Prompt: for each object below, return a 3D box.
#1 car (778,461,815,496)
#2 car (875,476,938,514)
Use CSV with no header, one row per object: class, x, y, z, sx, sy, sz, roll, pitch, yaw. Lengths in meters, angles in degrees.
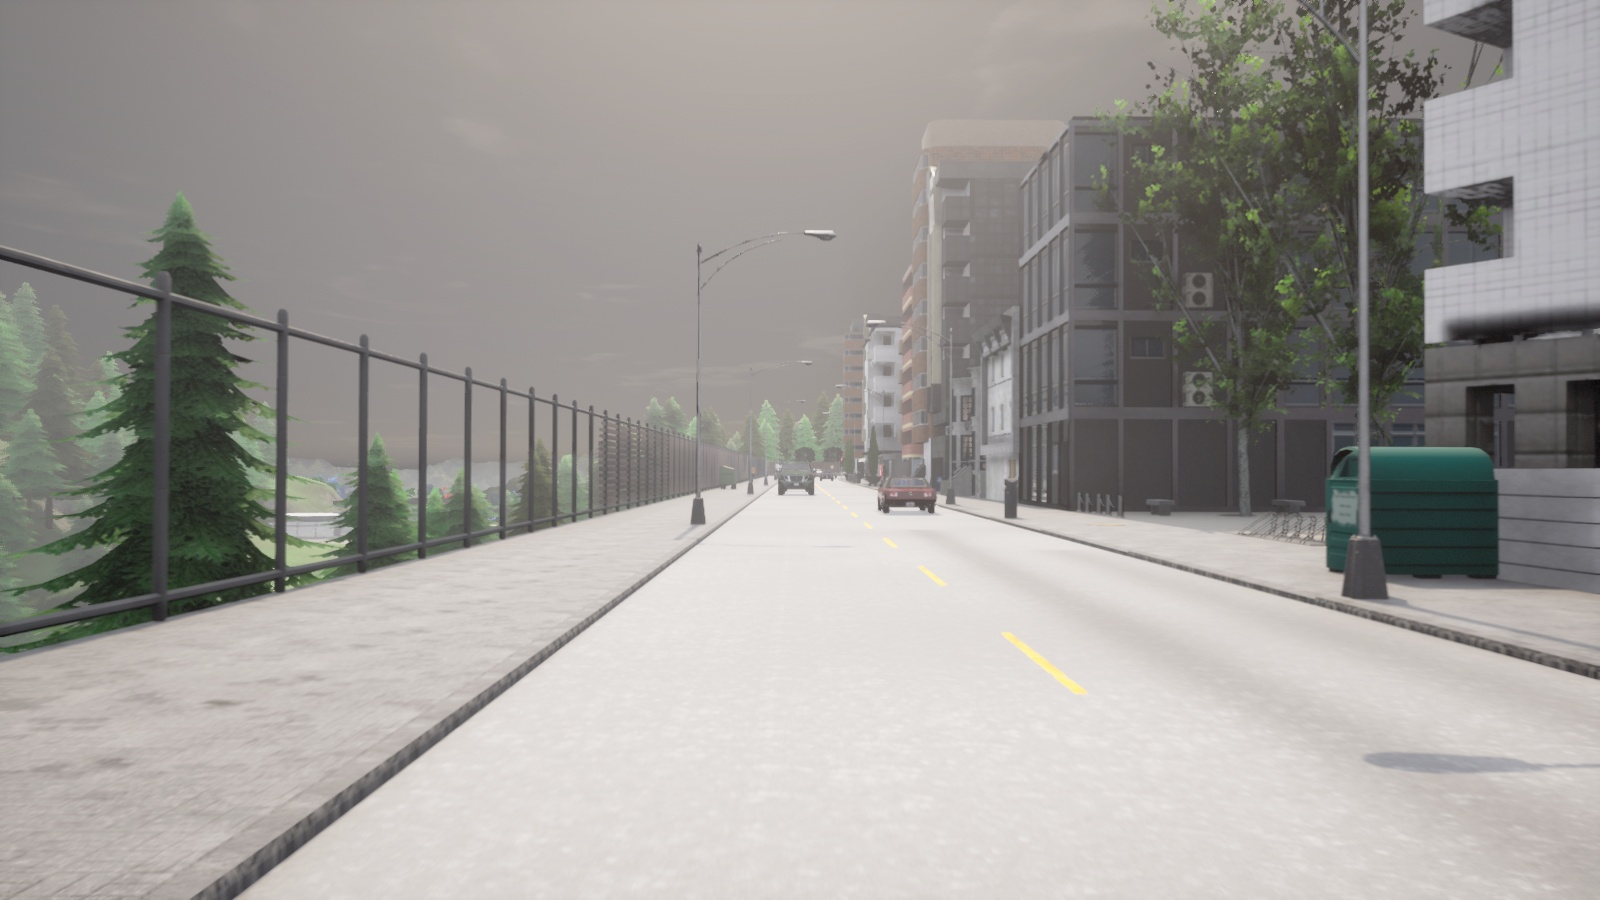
car,-0.208,1.698,76.157,2.150,2.045,5.566,0,-1,0
car,3.873,1.605,46.233,1.895,1.301,4.718,0,-1,0
